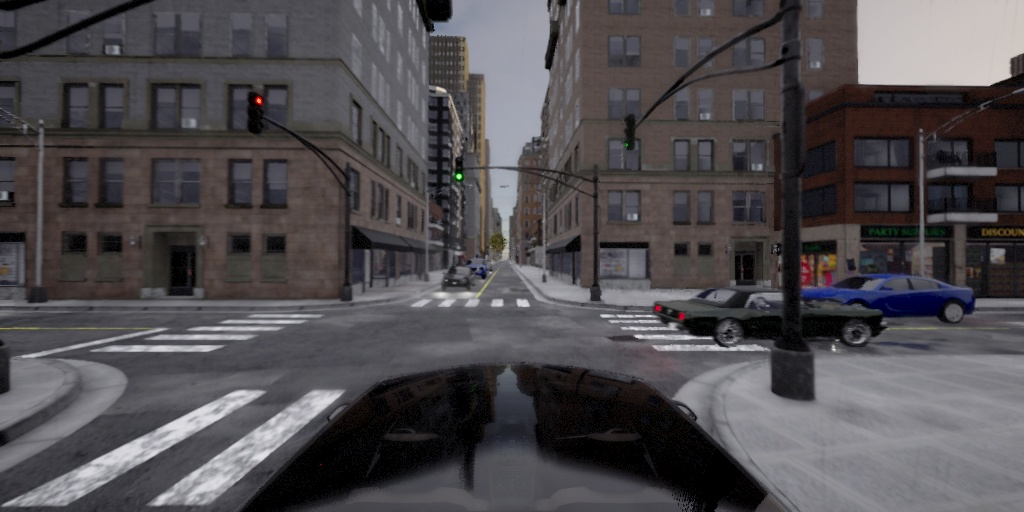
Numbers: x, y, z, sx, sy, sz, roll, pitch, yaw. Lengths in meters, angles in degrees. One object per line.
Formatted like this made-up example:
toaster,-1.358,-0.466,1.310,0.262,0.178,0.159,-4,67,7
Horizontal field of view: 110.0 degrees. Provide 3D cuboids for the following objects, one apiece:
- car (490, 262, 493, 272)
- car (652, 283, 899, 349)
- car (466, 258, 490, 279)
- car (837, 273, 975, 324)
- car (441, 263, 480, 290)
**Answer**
car,-3.961,1.681,55.415,2.128,1.511,4.902,0,-1,-1
car,6.149,1.425,8.849,4.718,1.301,1.895,0,-1,-1
car,-3.708,1.253,36.756,2.150,2.045,5.566,0,-1,-1
car,12.296,1.354,12.061,5.008,1.535,1.882,0,-1,-1
car,-3.498,1.428,24.177,1.837,1.490,4.892,0,0,0
